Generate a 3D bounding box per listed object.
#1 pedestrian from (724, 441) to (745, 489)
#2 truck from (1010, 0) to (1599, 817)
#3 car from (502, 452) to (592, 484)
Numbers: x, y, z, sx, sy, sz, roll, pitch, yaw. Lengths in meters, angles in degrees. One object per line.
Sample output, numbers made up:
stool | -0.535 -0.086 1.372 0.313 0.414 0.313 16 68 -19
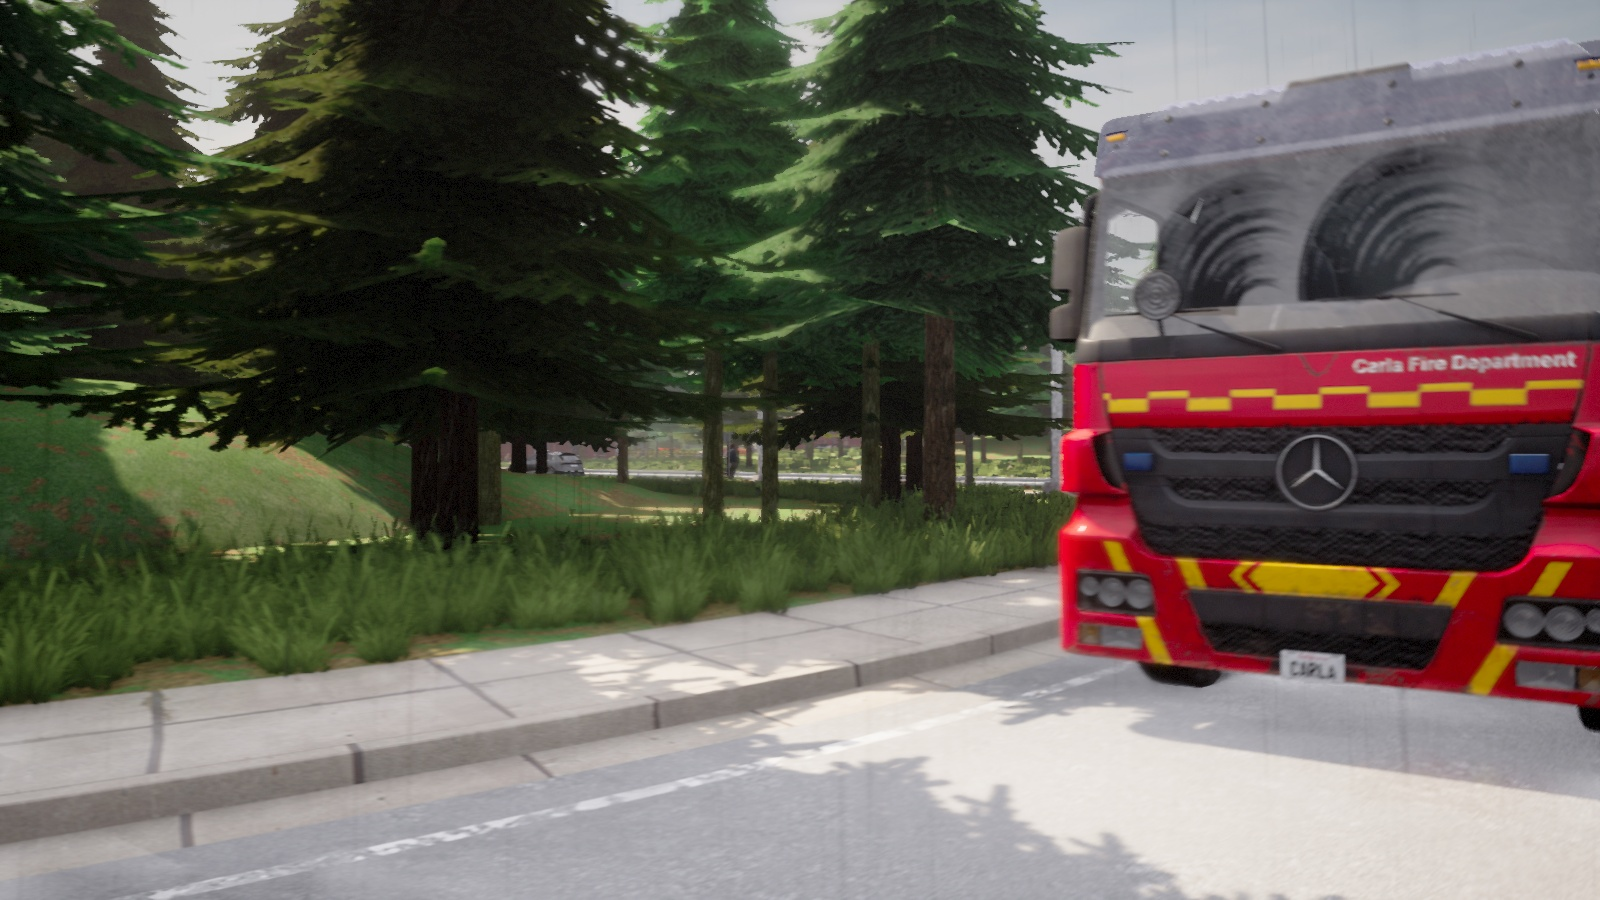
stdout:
pedestrian | -2.509 0.580 48.064 0.726 1.835 0.370 0 0 43
truck | 4.784 -0.401 9.281 2.891 3.827 8.468 0 0 36
car | -13.487 0.943 66.766 4.856 1.649 2.033 0 0 39
